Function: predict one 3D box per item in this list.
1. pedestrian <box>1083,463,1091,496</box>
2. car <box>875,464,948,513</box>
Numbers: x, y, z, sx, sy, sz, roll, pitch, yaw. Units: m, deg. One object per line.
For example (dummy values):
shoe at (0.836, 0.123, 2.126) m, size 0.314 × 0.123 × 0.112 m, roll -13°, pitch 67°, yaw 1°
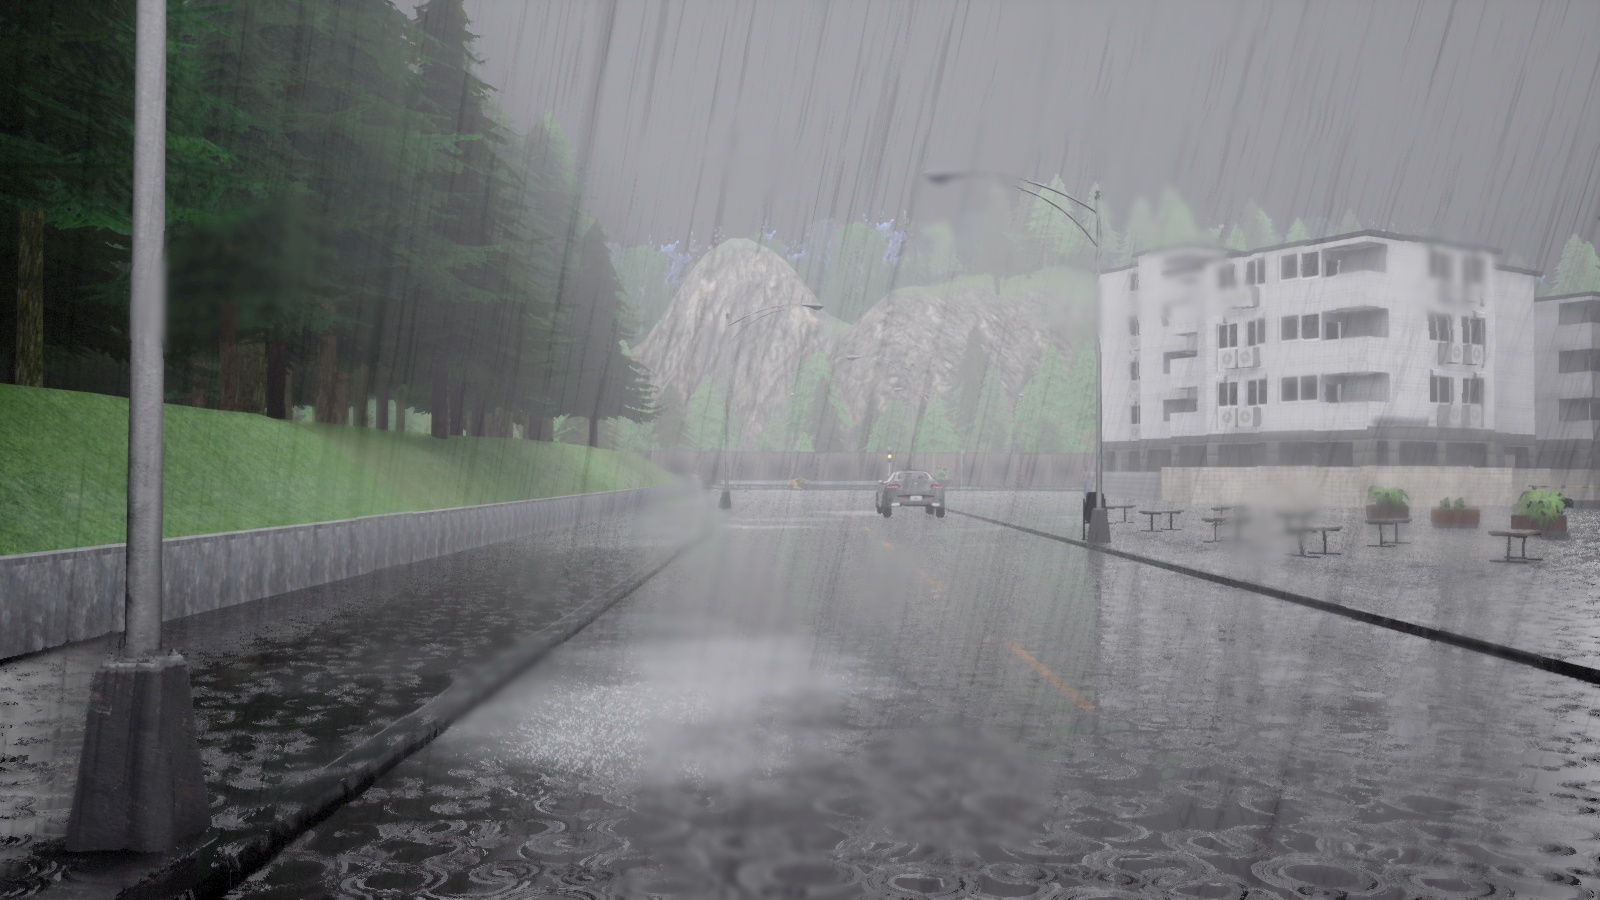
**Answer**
pedestrian at (15.848, 1.622, 69.307) m, size 0.354 × 1.836 × 0.706 m, roll 0°, pitch -1°, yaw 9°
car at (3.899, 1.328, 44.784) m, size 2.152 × 1.651 × 5.027 m, roll 0°, pitch -1°, yaw 0°
